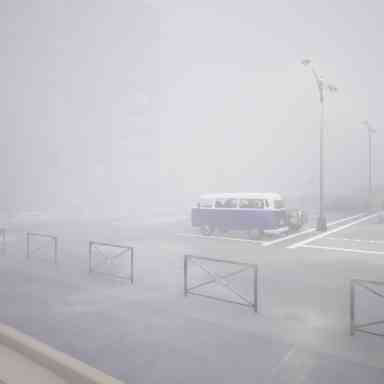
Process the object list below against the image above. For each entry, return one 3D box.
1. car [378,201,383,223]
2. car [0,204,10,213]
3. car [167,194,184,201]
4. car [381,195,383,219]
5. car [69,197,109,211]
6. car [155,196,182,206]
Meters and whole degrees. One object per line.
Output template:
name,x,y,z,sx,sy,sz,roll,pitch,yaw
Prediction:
car,13.977,1.395,20.962,3.806,1.475,1.970,0,0,36
car,-19.452,1.492,29.948,2.033,1.411,5.357,0,0,36
car,-3.884,1.285,77.466,1.851,1.617,3.988,0,0,36
car,17.224,1.153,25.499,4.605,1.855,1.932,0,0,36
car,-12.301,1.422,39.897,1.882,1.535,5.008,0,0,35
car,-3.765,1.437,51.727,2.128,1.511,4.902,0,0,36
